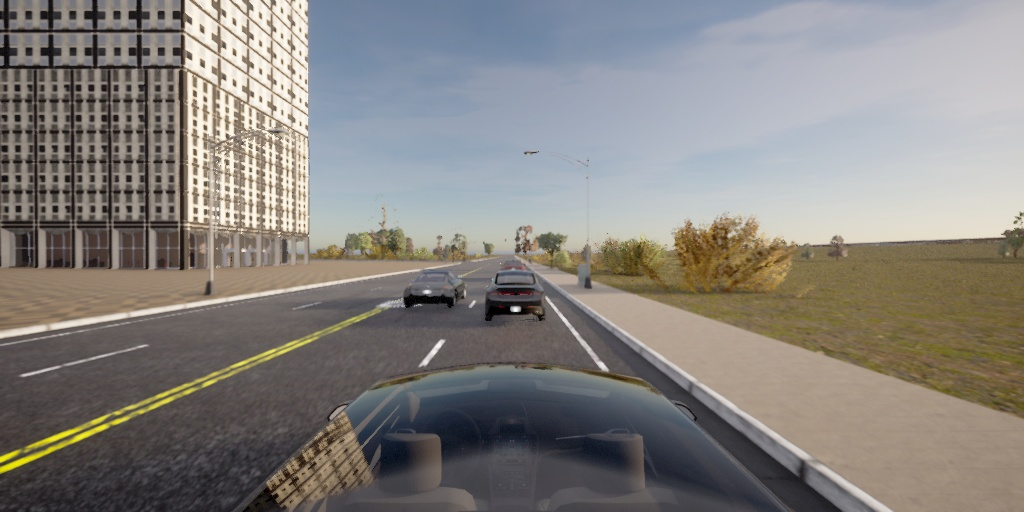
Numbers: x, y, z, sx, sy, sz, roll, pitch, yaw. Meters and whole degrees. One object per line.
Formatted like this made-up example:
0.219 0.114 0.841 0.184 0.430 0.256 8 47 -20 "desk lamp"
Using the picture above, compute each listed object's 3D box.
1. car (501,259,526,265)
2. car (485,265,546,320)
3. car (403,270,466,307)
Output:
0.111 1.052 30.500 2.097 1.767 4.553 0 0 0 "car"
0.104 1.237 12.481 1.837 1.490 4.892 0 0 0 "car"
-3.145 1.291 15.280 1.994 1.385 4.181 0 0 0 "car"
